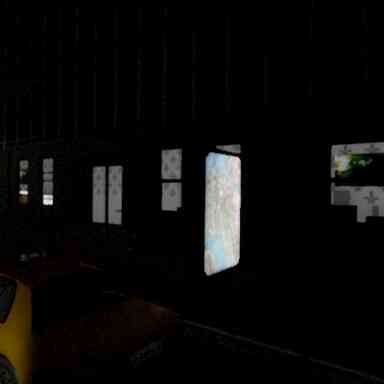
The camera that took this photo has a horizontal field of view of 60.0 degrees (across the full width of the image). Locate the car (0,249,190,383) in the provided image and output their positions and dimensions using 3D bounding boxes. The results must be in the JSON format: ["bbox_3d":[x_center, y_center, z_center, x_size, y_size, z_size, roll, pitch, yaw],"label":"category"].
[{"bbox_3d":[-2.302,1.458,4.516,4.829,1.417,1.752,1,1,35],"label":"car"}]
